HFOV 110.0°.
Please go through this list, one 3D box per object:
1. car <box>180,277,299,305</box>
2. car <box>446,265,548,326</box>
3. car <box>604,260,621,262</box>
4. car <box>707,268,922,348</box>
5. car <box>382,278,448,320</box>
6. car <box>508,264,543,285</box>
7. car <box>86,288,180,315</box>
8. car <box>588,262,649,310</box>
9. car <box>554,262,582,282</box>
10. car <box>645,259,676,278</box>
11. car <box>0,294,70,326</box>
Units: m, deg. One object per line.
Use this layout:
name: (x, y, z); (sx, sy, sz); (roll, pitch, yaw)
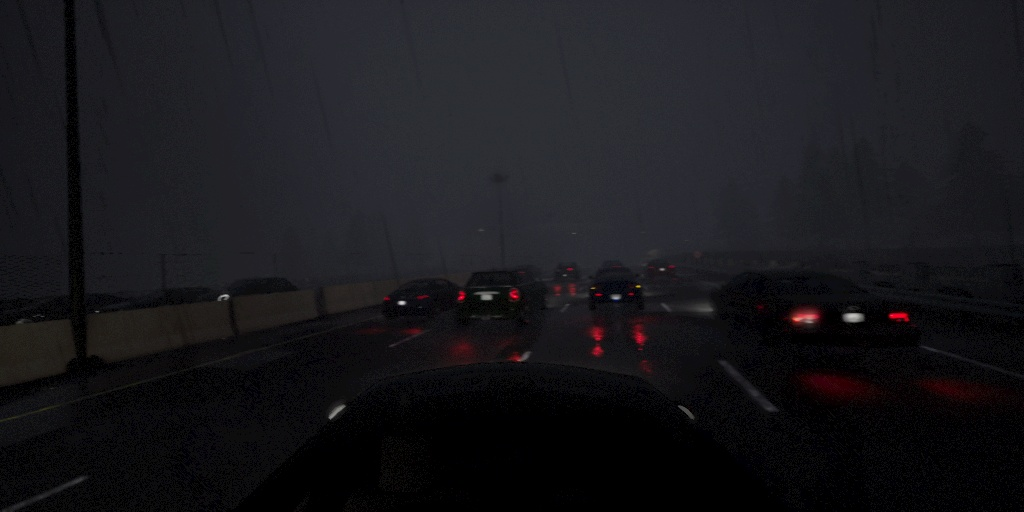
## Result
car: (-13.207, 1.917, 18.077); (2.097, 1.767, 4.553); (-3, -1, 15)
car: (-0.150, 1.158, 12.070); (2.097, 1.767, 4.553); (-3, 0, 15)
car: (8.425, 1.065, 30.138); (1.882, 1.535, 5.008); (-3, -1, 15)
car: (6.005, 0.992, 8.041); (2.033, 1.411, 5.357); (-3, 0, 15)
car: (-3.205, 1.553, 14.106); (1.994, 1.385, 4.181); (-3, 0, 15)
car: (1.271, 1.468, 30.463); (1.837, 1.490, 4.892); (-3, -1, 15)
car: (-16.845, 2.308, 17.983); (2.033, 1.411, 5.357); (-3, -1, 15)
car: (3.911, 1.125, 13.696); (1.812, 1.442, 4.674); (-3, -1, 15)
car: (4.624, 1.264, 29.485); (2.128, 1.511, 4.902); (-3, -1, 15)
car: (11.532, 0.957, 28.233); (1.994, 1.385, 4.181); (-3, -1, 15)
car: (-20.787, 2.515, 16.820); (2.033, 1.411, 5.357); (-3, 0, 15)
